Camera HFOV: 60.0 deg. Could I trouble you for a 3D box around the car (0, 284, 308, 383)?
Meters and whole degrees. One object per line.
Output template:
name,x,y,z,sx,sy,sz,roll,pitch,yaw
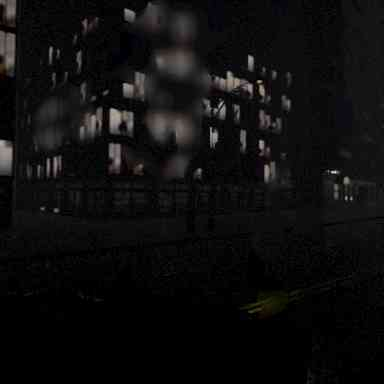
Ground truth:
car,-0.880,1.570,2.893,4.181,1.385,1.994,0,0,-36
